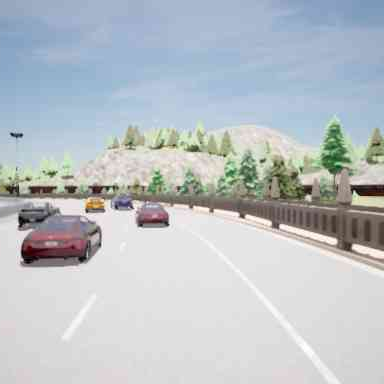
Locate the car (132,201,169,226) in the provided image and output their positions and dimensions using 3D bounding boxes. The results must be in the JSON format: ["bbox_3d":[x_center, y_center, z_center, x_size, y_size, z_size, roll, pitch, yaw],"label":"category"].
[{"bbox_3d":[-2.716,1.424,22.108,1.994,1.385,4.181,0,0,-13],"label":"car"}]

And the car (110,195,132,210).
[{"bbox_3d":[-8.535,1.140,40.081,2.097,1.767,4.553,0,0,-22],"label":"car"}]

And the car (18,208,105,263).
[{"bbox_3d":[-4.432,1.495,11.866,1.994,1.385,4.181,0,0,-7],"label":"car"}]

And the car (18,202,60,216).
[{"bbox_3d":[-9.723,1.388,21.453,2.128,1.511,4.902,0,0,-13],"label":"car"}]

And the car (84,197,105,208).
[{"bbox_3d":[-10.586,1.301,35.942,1.882,1.535,5.008,0,0,-21],"label":"car"}]
